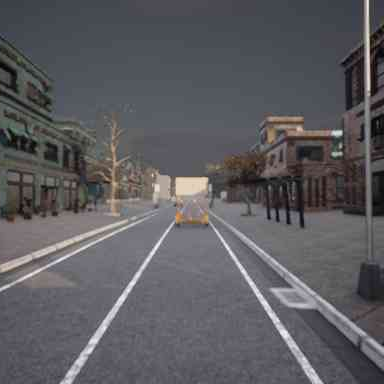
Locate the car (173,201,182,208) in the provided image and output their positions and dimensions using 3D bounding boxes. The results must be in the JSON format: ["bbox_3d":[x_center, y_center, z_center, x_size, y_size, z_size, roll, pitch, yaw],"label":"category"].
[{"bbox_3d":[-3.041,2.596,70.991,2.033,1.411,5.357,0,-1,0],"label":"car"}]

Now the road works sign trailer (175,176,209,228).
[{"bbox_3d":[-0.014,0.666,23.652,2.380,3.560,2.880,0,-1,0],"label":"road works sign trailer"}]
